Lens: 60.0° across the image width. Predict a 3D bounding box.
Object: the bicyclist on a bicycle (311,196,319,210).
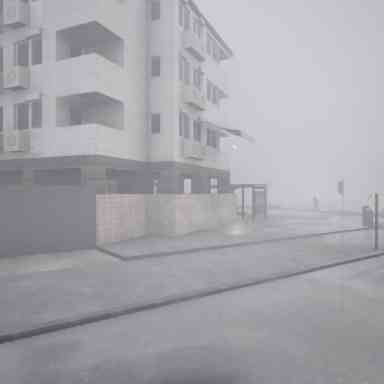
[{"bbox_3d":[14.652,1.349,39.554,1.656,1.620,0.582,0,0,-35],"label":"bicyclist on a bicycle"}]
